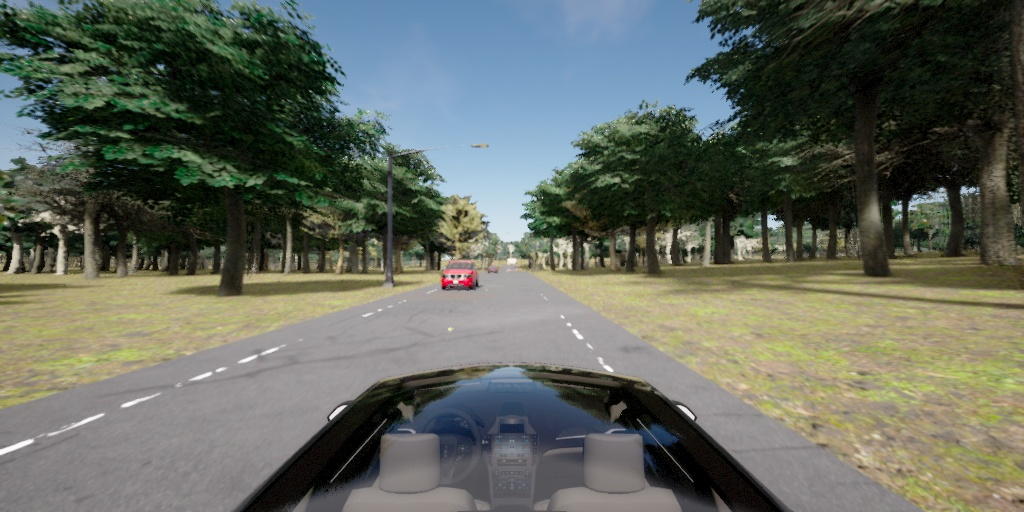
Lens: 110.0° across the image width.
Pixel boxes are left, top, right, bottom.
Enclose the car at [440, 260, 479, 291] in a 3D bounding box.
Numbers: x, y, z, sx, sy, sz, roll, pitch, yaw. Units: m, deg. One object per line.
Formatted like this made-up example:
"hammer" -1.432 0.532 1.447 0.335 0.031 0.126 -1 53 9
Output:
"car" -3.605 1.326 25.675 2.150 2.045 5.566 0 -1 0
